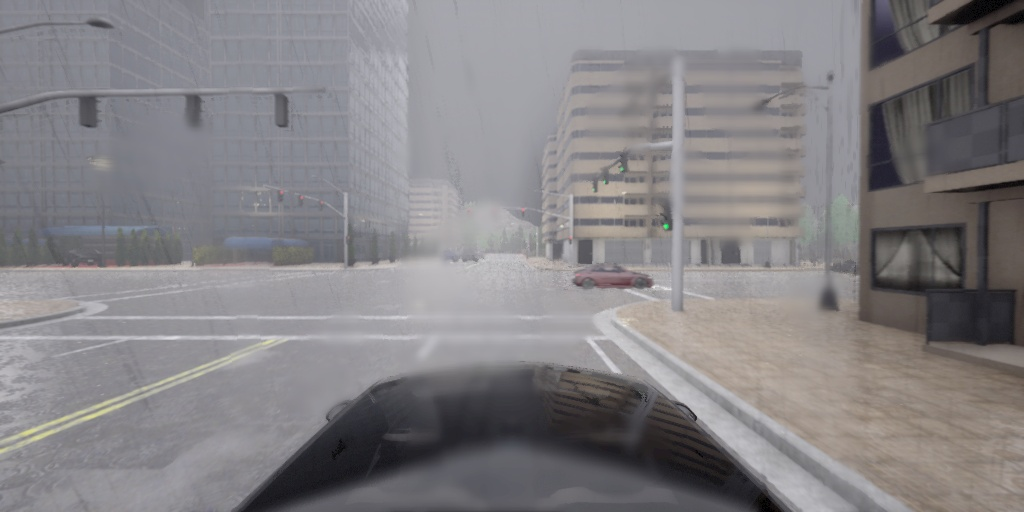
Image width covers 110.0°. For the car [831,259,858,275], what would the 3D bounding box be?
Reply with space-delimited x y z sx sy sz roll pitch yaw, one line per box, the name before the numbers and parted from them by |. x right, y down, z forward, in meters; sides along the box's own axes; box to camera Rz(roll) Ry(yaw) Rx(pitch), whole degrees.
car | 29.276 0.880 29.946 4.181 1.385 1.994 0 1 0

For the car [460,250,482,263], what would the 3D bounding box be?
car | -6.995 0.058 61.326 2.150 2.045 5.566 0 1 1

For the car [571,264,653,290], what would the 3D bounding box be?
car | 5.273 1.108 19.143 4.181 1.385 1.994 1 1 -1

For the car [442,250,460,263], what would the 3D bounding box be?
car | -10.492 0.059 61.288 2.150 2.045 5.566 0 1 1
